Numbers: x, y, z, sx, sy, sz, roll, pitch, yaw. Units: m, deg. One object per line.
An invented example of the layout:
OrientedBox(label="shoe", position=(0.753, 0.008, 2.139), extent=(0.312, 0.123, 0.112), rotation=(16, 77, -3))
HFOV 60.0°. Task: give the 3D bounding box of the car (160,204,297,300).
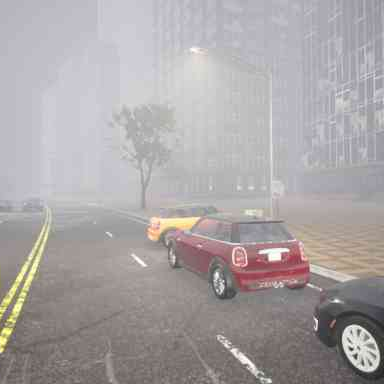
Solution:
OrientedBox(label="car", position=(0.905, 1.355, 8.810), extent=(2.097, 1.767, 4.553), rotation=(0, 0, -22))

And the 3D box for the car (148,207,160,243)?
OrientedBox(label="car", position=(0.421, 1.277, 14.383), extent=(4.553, 1.767, 2.097), rotation=(-3, 1, -18))

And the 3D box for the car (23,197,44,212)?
OrientedBox(label="car", position=(-18.746, 1.393, 39.392), extent=(2.097, 1.767, 4.553), rotation=(0, 0, -24))

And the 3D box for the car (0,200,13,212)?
OrientedBox(label="car", position=(-21.705, 1.602, 38.048), extent=(1.994, 1.385, 4.181), rotation=(0, 0, -24))

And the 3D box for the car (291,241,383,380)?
OrientedBox(label="car", position=(3.629, 1.505, 3.334), extent=(1.837, 1.490, 4.892), rotation=(0, 0, -35))
